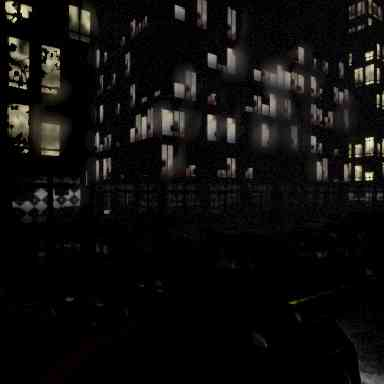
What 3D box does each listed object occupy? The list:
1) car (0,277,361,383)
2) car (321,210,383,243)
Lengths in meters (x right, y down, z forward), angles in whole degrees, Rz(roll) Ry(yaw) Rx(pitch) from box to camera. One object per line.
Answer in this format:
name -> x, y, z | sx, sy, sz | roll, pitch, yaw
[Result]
car -> -0.264, 1.564, 3.130 | 4.181, 1.385, 1.994 | 0, 0, -35
car -> 8.140, 1.563, 16.226 | 4.313, 1.339, 1.947 | 0, 0, -36
